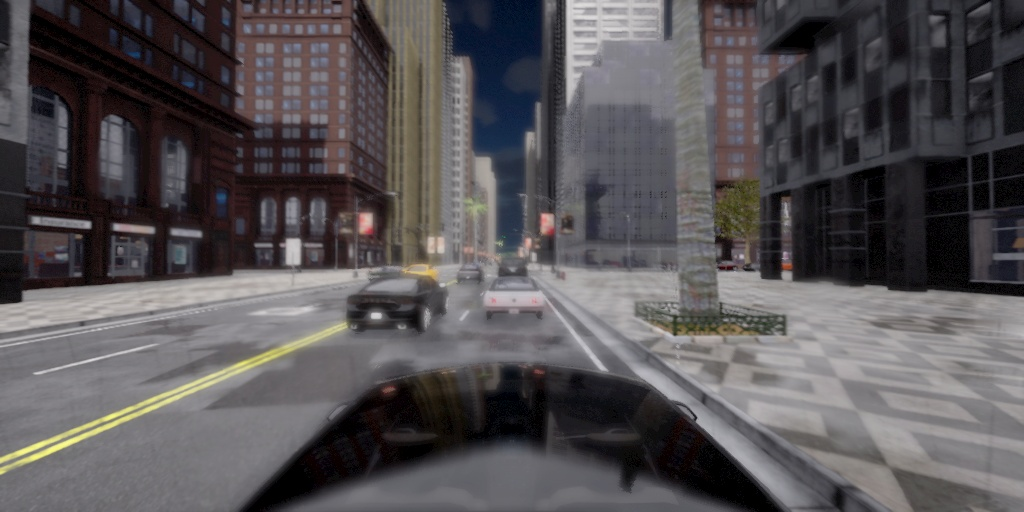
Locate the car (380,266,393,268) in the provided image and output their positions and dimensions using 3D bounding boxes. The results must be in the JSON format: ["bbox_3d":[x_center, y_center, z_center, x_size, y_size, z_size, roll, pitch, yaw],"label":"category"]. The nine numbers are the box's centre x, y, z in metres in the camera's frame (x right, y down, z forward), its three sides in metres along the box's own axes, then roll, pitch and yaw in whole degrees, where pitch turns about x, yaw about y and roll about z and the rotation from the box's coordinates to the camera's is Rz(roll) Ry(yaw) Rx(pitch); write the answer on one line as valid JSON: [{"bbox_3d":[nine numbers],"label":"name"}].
[{"bbox_3d":[-9.843,1.493,28.805,1.895,1.301,4.718,0,0,0],"label":"car"}]

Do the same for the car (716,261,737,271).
[{"bbox_3d":[32.084,1.491,54.862,4.097,1.591,1.967,0,0,-1],"label":"car"}]

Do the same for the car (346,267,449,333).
[{"bbox_3d":[-3.182,1.260,10.936,1.882,1.535,5.008,0,0,0],"label":"car"}]

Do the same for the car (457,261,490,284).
[{"bbox_3d":[-3.179,1.380,28.344,2.128,1.511,4.902,0,0,0],"label":"car"}]

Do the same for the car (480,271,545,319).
[{"bbox_3d":[0.076,1.392,12.979,1.895,1.301,4.718,0,0,0],"label":"car"}]

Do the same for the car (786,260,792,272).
[{"bbox_3d":[37.458,1.300,49.104,4.553,1.767,2.097,0,-1,-1],"label":"car"}]

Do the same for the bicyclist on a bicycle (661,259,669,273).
[{"bbox_3d":[18.378,1.197,43.169,0.582,1.620,1.656,0,-1,-1],"label":"bicyclist on a bicycle"}]

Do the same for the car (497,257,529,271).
[{"bbox_3d":[0.070,1.101,26.955,2.150,2.045,5.566,0,0,0],"label":"car"}]

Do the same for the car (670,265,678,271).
[{"bbox_3d":[26.446,1.649,54.772,4.207,1.307,1.802,0,0,-1],"label":"car"}]

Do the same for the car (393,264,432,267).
[{"bbox_3d":[-6.598,1.347,25.669,1.882,1.535,5.008,0,0,0],"label":"car"}]

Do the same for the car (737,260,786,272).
[{"bbox_3d":[32.214,1.472,46.338,4.313,1.339,1.948,0,0,-1],"label":"car"}]
